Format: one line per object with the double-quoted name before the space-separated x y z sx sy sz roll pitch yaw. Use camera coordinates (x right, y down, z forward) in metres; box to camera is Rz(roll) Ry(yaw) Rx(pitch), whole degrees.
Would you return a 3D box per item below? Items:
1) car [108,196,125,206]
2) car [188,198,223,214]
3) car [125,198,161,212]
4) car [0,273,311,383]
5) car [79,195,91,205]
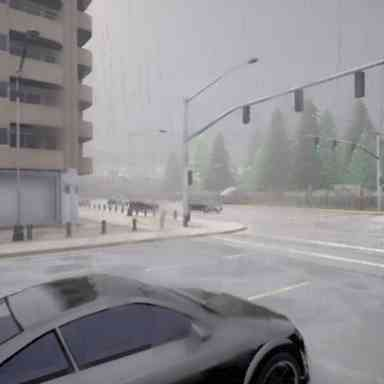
"car" -11.791 1.409 52.682 2.128 1.511 4.902 0 0 -36
"car" 1.182 1.410 34.826 2.128 1.511 4.902 0 0 -36
"car" -5.415 1.418 37.939 1.882 1.535 5.008 0 0 -36
"car" -0.749 1.556 3.257 4.181 1.385 1.994 0 0 -35
"car" -18.834 1.290 56.502 2.097 1.767 4.553 0 0 -36
